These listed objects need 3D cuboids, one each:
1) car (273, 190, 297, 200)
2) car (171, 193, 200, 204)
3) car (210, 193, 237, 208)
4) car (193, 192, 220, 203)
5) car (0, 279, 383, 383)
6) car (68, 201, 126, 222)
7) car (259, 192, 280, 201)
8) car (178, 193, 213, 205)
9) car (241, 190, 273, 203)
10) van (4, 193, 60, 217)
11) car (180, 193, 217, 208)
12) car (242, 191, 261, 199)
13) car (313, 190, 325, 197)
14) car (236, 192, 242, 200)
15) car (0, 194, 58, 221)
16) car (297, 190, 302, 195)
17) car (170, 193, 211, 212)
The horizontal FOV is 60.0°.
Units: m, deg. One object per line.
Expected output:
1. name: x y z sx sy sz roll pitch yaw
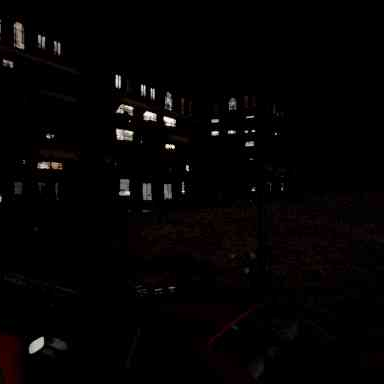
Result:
1. car: 15.619 0.676 55.899 1.752 1.417 4.829 2 2 35
2. car: -0.886 0.910 46.809 1.947 1.339 4.313 2 2 35
3. car: 2.824 1.051 37.456 2.008 1.369 4.403 2 2 35
4. car: 2.288 0.808 51.384 2.008 1.369 4.403 2 2 35
5. car: -0.313 1.544 3.089 4.507 1.381 1.887 0 0 36
6. car: -6.698 1.329 23.730 1.947 1.339 4.313 2 2 35
7. car: 13.298 0.735 57.134 1.895 1.301 4.718 1 1 35
8. car: 0.554 0.932 44.343 2.033 1.411 5.357 1 1 35
9. car: 9.173 0.877 46.608 2.008 1.369 4.403 2 2 35
10. van: -13.581 1.035 28.500 1.690 1.788 3.998 2 2 35
11. car: 0.870 0.951 39.224 1.882 1.535 5.008 1 1 35
12. car: 11.714 0.526 64.971 1.752 1.417 4.829 2 2 35
13. car: 28.898 0.259 75.639 1.882 1.535 5.008 1 1 35
14. car: 8.636 0.650 60.536 1.947 1.339 4.313 2 2 35
15. car: -12.877 1.108 24.929 2.097 1.767 4.553 1 1 34
16. car: 27.682 0.116 87.990 1.887 1.381 4.507 2 2 35
17. car: -0.350 1.132 32.880 1.887 1.381 4.507 2 2 35
